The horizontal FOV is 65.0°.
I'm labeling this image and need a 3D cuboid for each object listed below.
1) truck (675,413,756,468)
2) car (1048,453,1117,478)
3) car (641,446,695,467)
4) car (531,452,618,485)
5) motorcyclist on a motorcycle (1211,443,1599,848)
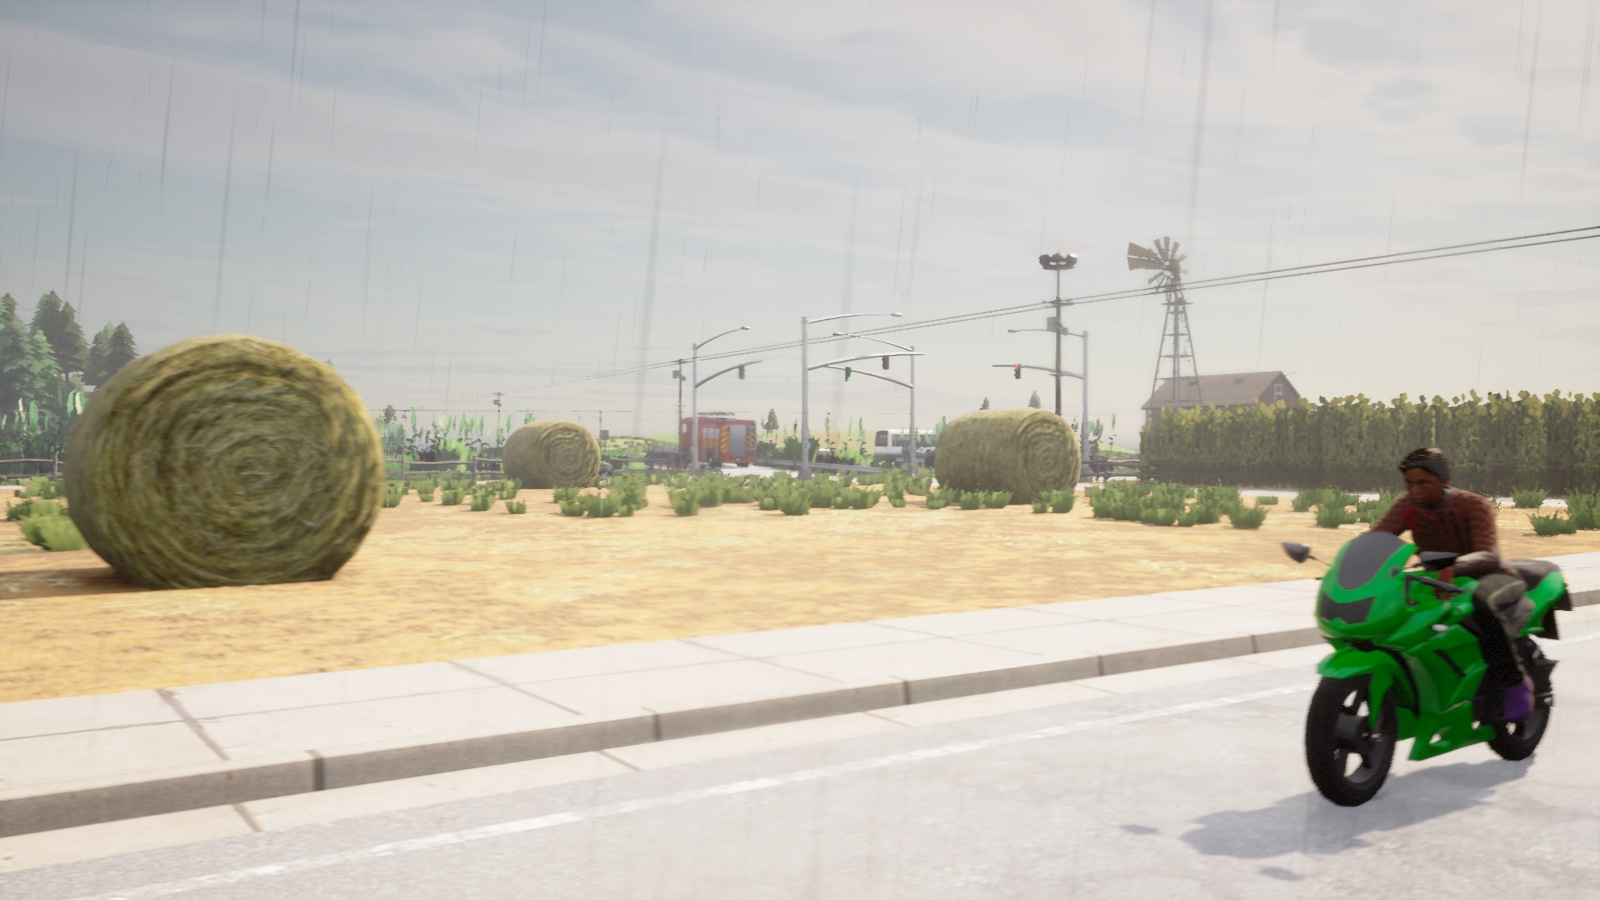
[{"bbox_3d":[-6.257,-0.755,91.486,2.891,3.827,8.468,0,2,-26],"label":"truck"},{"bbox_3d":[17.544,0.940,77.913,4.193,1.474,1.816,0,0,-34],"label":"car"},{"bbox_3d":[-9.533,0.435,90.324,2.033,1.411,5.357,0,1,-27],"label":"car"},{"bbox_3d":[-10.879,0.887,60.594,3.705,1.549,1.789,0,0,-31],"label":"car"},{"bbox_3d":[2.827,0.735,5.628,2.044,1.523,0.797,0,0,-35],"label":"motorcyclist on a motorcycle"}]
